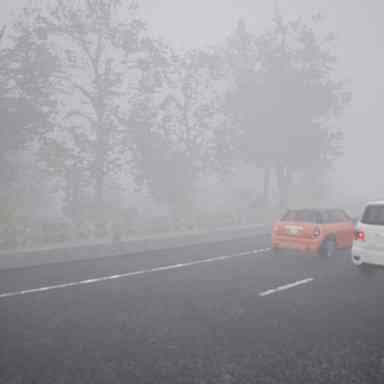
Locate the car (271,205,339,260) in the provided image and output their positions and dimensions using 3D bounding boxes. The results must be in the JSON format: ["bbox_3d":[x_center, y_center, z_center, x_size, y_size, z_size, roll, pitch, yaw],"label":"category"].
[{"bbox_3d":[5.049,1.354,12.730,4.553,1.767,2.097,0,0,-42],"label":"car"}]

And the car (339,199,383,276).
[{"bbox_3d":[6.501,1.210,9.258,5.566,2.045,2.150,0,0,-41],"label":"car"}]
